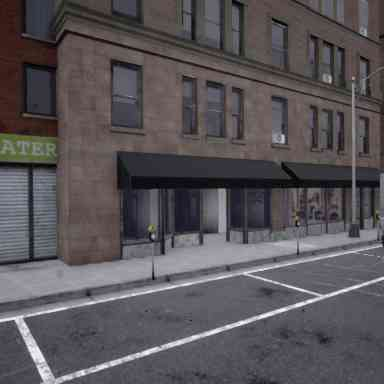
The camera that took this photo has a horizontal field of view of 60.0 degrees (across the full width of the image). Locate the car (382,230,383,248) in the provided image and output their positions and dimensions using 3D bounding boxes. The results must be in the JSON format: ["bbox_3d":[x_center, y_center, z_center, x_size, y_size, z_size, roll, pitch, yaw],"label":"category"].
[{"bbox_3d":[9.199,1.540,13.104,4.507,1.381,1.887,0,-1,-35],"label":"car"}]
